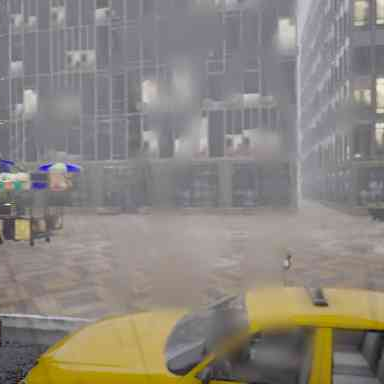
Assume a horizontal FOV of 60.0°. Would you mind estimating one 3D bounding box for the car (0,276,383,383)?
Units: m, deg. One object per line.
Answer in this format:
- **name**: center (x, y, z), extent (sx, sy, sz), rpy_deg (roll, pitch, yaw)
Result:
- **car**: center (0.833, 1.486, 2.990), extent (4.829, 1.417, 1.752), rpy_deg (-1, 1, 11)
